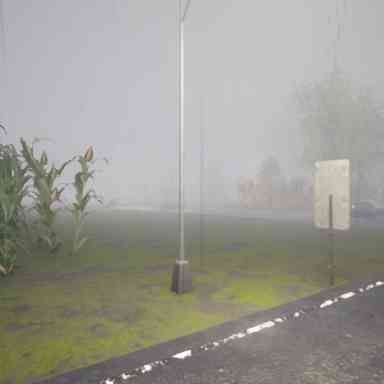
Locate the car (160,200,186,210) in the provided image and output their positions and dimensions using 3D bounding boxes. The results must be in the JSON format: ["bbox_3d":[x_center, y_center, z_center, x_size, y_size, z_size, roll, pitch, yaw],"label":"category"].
[{"bbox_3d":[-2.636,1.805,46.426,1.994,1.385,4.181,0,0,-38],"label":"car"}]

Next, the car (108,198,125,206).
[{"bbox_3d":[-13.963,1.885,61.131,2.128,1.511,4.902,0,0,-37],"label":"car"}]

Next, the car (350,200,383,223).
[{"bbox_3d":[13.865,1.425,26.281,2.097,1.767,4.553,0,0,-40],"label":"car"}]
